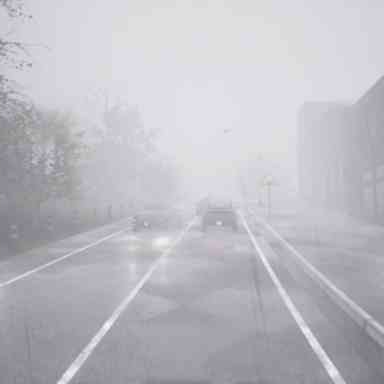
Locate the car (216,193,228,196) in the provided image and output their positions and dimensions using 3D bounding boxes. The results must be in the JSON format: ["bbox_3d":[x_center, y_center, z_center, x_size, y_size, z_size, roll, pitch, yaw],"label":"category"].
[{"bbox_3d":[3.320,0.851,36.863,1.812,1.442,4.674,0,1,6],"label":"car"}]

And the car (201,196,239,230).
[{"bbox_3d":[1.559,1.220,18.758,1.837,1.490,4.892,0,1,5],"label":"car"}]

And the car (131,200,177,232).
[{"bbox_3d":[-1.957,1.241,18.371,1.837,1.490,4.892,0,1,6],"label":"car"}]
